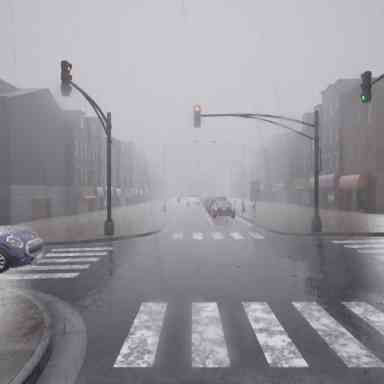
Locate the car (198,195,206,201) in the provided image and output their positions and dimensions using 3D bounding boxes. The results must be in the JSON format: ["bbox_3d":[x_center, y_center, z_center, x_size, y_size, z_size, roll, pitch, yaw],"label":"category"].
[{"bbox_3d":[2.817,1.702,94.479,1.967,1.590,4.097,-1,0,0],"label":"car"}]

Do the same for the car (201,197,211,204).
[{"bbox_3d":[2.765,1.668,67.636,1.752,1.417,4.829,-1,0,0],"label":"car"}]

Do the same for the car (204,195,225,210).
[{"bbox_3d":[2.698,1.356,35.053,2.192,1.841,5.009,-1,0,0],"label":"car"}]

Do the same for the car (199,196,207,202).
[{"bbox_3d":[2.797,1.792,83.673,1.802,1.307,4.206,-1,0,0],"label":"car"}]

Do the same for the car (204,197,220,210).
[{"bbox_3d":[2.721,1.509,45.857,1.967,1.590,4.097,-1,0,0],"label":"car"}]

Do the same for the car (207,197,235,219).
[{"bbox_3d":[2.688,1.470,29.651,1.967,1.590,4.097,-1,0,0],"label":"car"}]

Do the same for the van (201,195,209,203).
[{"bbox_3d":[2.773,1.504,72.870,1.690,1.788,3.998,-1,0,0],"label":"van"}]

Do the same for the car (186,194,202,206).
[{"bbox_3d":[0.221,1.334,59.447,2.150,2.045,5.566,0,0,-1],"label":"car"}]

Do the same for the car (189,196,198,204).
[{"bbox_3d":[0.239,1.654,69.618,1.837,1.490,4.892,0,0,0],"label":"car"}]

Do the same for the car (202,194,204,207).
[{"bbox_3d":[2.709,1.369,40.456,2.192,1.841,5.009,-1,0,0],"label":"car"}]

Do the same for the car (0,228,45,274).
[{"bbox_3d":[-7.073,1.516,10.249,4.553,1.767,2.097,-2,0,-6],"label":"car"}]

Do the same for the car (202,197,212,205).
[{"bbox_3d":[2.754,1.647,62.234,1.752,1.417,4.829,-1,0,0],"label":"car"}]

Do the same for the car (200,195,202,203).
[{"bbox_3d":[2.731,1.525,51.260,1.967,1.590,4.097,-1,0,0],"label":"car"}]
